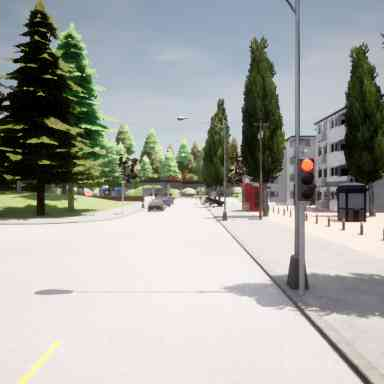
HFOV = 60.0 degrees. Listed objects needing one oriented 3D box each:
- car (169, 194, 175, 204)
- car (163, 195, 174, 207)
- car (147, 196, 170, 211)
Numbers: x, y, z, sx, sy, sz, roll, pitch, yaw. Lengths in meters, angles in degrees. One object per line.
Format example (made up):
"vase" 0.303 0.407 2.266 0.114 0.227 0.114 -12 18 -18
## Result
"car" -4.148 1.505 60.031 1.837 1.490 4.892 0 0 0
"car" -4.176 1.564 50.039 1.994 1.385 4.181 0 0 0
"car" -4.172 1.547 40.101 2.033 1.411 5.357 0 0 0
